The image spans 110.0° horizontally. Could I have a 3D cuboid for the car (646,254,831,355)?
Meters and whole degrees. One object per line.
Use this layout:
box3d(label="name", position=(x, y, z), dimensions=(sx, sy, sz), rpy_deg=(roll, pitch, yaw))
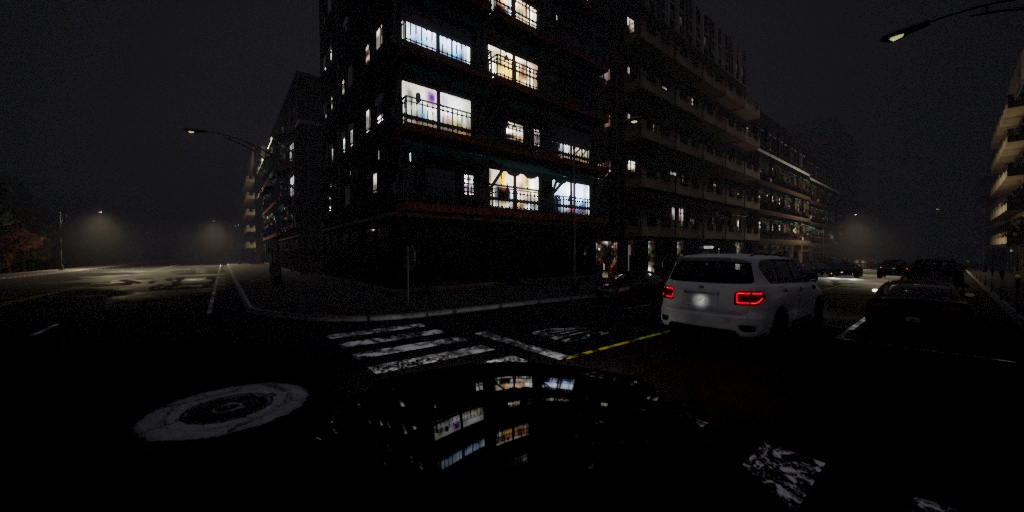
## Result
box3d(label="car", position=(5.920, 0.965, 8.993), dimensions=(5.566, 2.045, 2.150), rpy_deg=(0, 0, -39))

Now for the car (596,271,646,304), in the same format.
box3d(label="car", position=(5.511, 1.306, 15.969), dimensions=(4.207, 1.307, 1.802), rpy_deg=(0, 0, -39))

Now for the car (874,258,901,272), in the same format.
box3d(label="car", position=(34.645, 1.090, 32.336), dimensions=(4.553, 1.767, 2.097), rpy_deg=(0, 0, -39))

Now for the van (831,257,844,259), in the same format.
box3d(label="van", position=(35.974, 1.060, 40.852), dimensions=(3.998, 1.789, 1.690), rpy_deg=(0, 0, -39))

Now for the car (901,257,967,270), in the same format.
box3d(label="car", position=(23.685, 1.063, 20.028), dimensions=(5.009, 1.841, 2.192), rpy_deg=(0, 0, -39))

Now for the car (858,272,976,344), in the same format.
box3d(label="car", position=(10.788, 1.297, 9.501), dimensions=(4.507, 1.381, 1.888), rpy_deg=(0, 0, -39))

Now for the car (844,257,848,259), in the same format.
box3d(label="car", position=(40.343, 1.034, 44.454), dimensions=(5.009, 1.841, 2.192), rpy_deg=(0, 0, -39))

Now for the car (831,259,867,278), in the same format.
box3d(label="car", position=(31.270, 1.292, 33.559), dimensions=(4.181, 1.385, 1.994), rpy_deg=(0, 0, -39))

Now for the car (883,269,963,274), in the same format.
box3d(label="car", position=(14.911, 1.316, 12.865), dimensions=(4.313, 1.339, 1.948), rpy_deg=(0, 0, -39))
